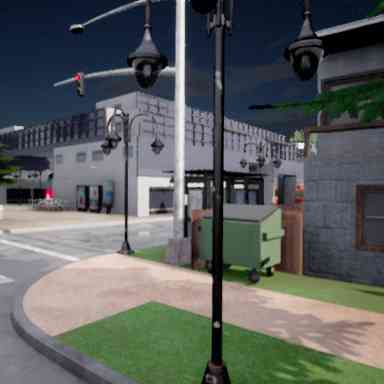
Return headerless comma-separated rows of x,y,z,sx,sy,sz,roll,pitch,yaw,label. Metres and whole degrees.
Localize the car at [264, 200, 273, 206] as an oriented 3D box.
6.057,1.445,30.565,1.994,1.385,4.181,1,0,41,car
